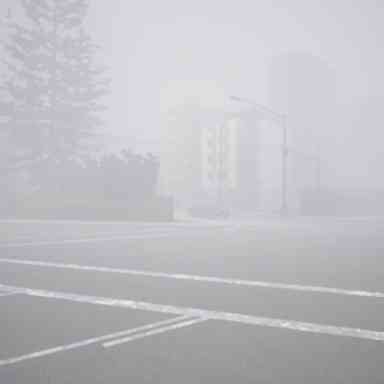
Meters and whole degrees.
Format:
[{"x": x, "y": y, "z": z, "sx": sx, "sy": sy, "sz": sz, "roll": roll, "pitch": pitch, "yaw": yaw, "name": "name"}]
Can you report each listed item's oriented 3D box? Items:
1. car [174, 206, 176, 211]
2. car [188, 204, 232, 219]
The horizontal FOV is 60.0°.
[{"x": -3.944, "y": 1.750, "z": 40.014, "sx": 2.033, "sy": 1.411, "sz": 5.357, "roll": 1, "pitch": 0, "yaw": -35, "name": "car"}, {"x": 1.661, "y": 1.803, "z": 32.017, "sx": 1.895, "sy": 1.301, "sz": 4.718, "roll": 1, "pitch": 0, "yaw": -35, "name": "car"}]
